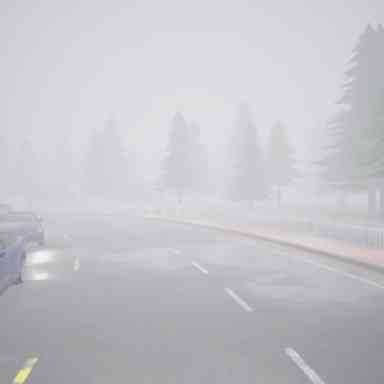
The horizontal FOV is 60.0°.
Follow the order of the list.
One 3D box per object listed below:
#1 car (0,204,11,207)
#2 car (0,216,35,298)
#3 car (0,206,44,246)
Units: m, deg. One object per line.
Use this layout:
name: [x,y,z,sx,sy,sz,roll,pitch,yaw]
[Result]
car: [-13.522,1.620,23.488,2.128,1.511,4.902,-1,0,-43]
car: [-4.727,1.525,6.697,1.882,1.535,5.008,-1,0,-16]
car: [-7.873,1.598,15.219,1.812,1.442,4.674,-1,0,-28]
